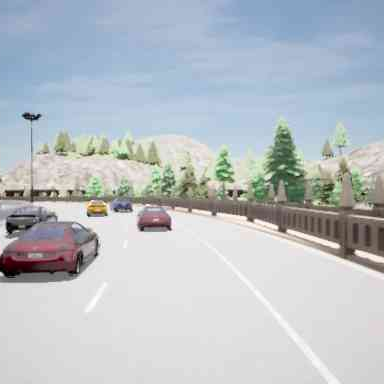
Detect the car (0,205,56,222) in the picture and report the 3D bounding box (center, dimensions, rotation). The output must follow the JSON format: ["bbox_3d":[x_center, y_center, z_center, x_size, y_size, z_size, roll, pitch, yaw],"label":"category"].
[{"bbox_3d":[-9.186,1.571,19.416,2.128,1.511,4.902,0,0,-11],"label":"car"}]

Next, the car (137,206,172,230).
[{"bbox_3d":[-2.504,1.613,21.503,1.994,1.385,4.181,0,0,-11],"label":"car"}]

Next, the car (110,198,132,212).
[{"bbox_3d":[-8.811,1.495,41.019,2.097,1.767,4.553,0,0,-23],"label":"car"}]

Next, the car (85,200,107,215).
[{"bbox_3d":[-9.992,1.609,34.676,1.882,1.535,5.008,0,0,-20],"label":"car"}]

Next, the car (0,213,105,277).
[{"bbox_3d":[-4.200,1.598,10.488,1.994,1.385,4.181,0,0,-6],"label":"car"}]
